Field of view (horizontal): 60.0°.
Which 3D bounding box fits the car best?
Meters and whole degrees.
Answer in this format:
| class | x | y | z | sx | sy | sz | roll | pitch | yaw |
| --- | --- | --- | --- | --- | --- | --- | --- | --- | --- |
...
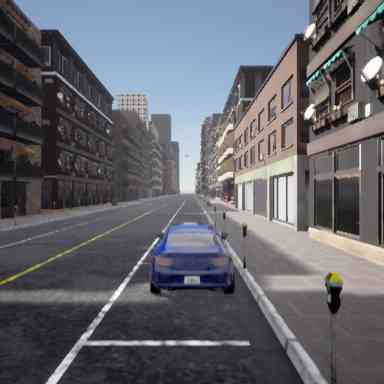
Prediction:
| class | x | y | z | sx | sy | sz | roll | pitch | yaw |
| --- | --- | --- | --- | --- | --- | --- | --- | --- | --- |
| car | 0.004 | 1.516 | 8.649 | 1.812 | 1.442 | 4.674 | 0 | 0 | 0 |
